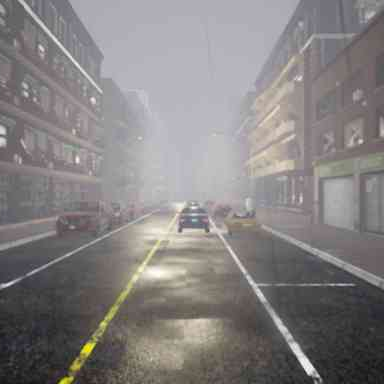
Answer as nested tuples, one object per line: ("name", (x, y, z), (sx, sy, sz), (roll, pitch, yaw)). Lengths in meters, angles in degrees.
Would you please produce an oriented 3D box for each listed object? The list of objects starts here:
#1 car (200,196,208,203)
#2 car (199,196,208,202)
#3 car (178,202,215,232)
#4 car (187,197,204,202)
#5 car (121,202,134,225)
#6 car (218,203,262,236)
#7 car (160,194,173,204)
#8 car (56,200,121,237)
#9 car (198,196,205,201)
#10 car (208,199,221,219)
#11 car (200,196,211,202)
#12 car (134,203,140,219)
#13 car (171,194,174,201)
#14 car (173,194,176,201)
("car", (2.692, 1.710, 74.879), (1.752, 1.417, 4.829), (0, 0, 0))
("car", (2.692, 1.763, 80.346), (1.947, 1.339, 4.313), (0, 0, 0))
("car", (0.101, 1.600, 20.593), (2.033, 1.411, 5.357), (0, 0, 0))
("car", (0.101, 1.653, 41.761), (2.033, 1.411, 5.357), (0, 0, 0))
("car", (-5.688, 1.502, 23.988), (1.967, 1.590, 4.097), (0, 0, 0))
("car", (2.692, 1.573, 18.518), (1.752, 1.417, 4.829), (0, 0, 0))
("car", (-5.689, 1.723, 69.077), (2.008, 1.369, 4.403), (0, 0, 0))
("car", (-5.687, 1.363, 18.352), (2.192, 1.841, 5.009), (0, 0, 0))
("car", (2.692, 1.806, 91.618), (1.802, 1.307, 4.206), (0, 0, 0))
("car", (2.692, 1.620, 29.620), (1.887, 1.381, 4.507), (0, 0, 0))
("car", (2.692, 1.682, 52.165), (2.008, 1.369, 4.403), (0, 0, 0))
("car", (-5.688, 1.621, 29.625), (1.887, 1.381, 4.507), (0, 0, 0))
("car", (-5.689, 1.736, 74.714), (2.008, 1.369, 4.403), (0, 0, 0))
("car", (-5.689, 1.756, 85.986), (1.887, 1.381, 4.507), (0, 0, 0))
